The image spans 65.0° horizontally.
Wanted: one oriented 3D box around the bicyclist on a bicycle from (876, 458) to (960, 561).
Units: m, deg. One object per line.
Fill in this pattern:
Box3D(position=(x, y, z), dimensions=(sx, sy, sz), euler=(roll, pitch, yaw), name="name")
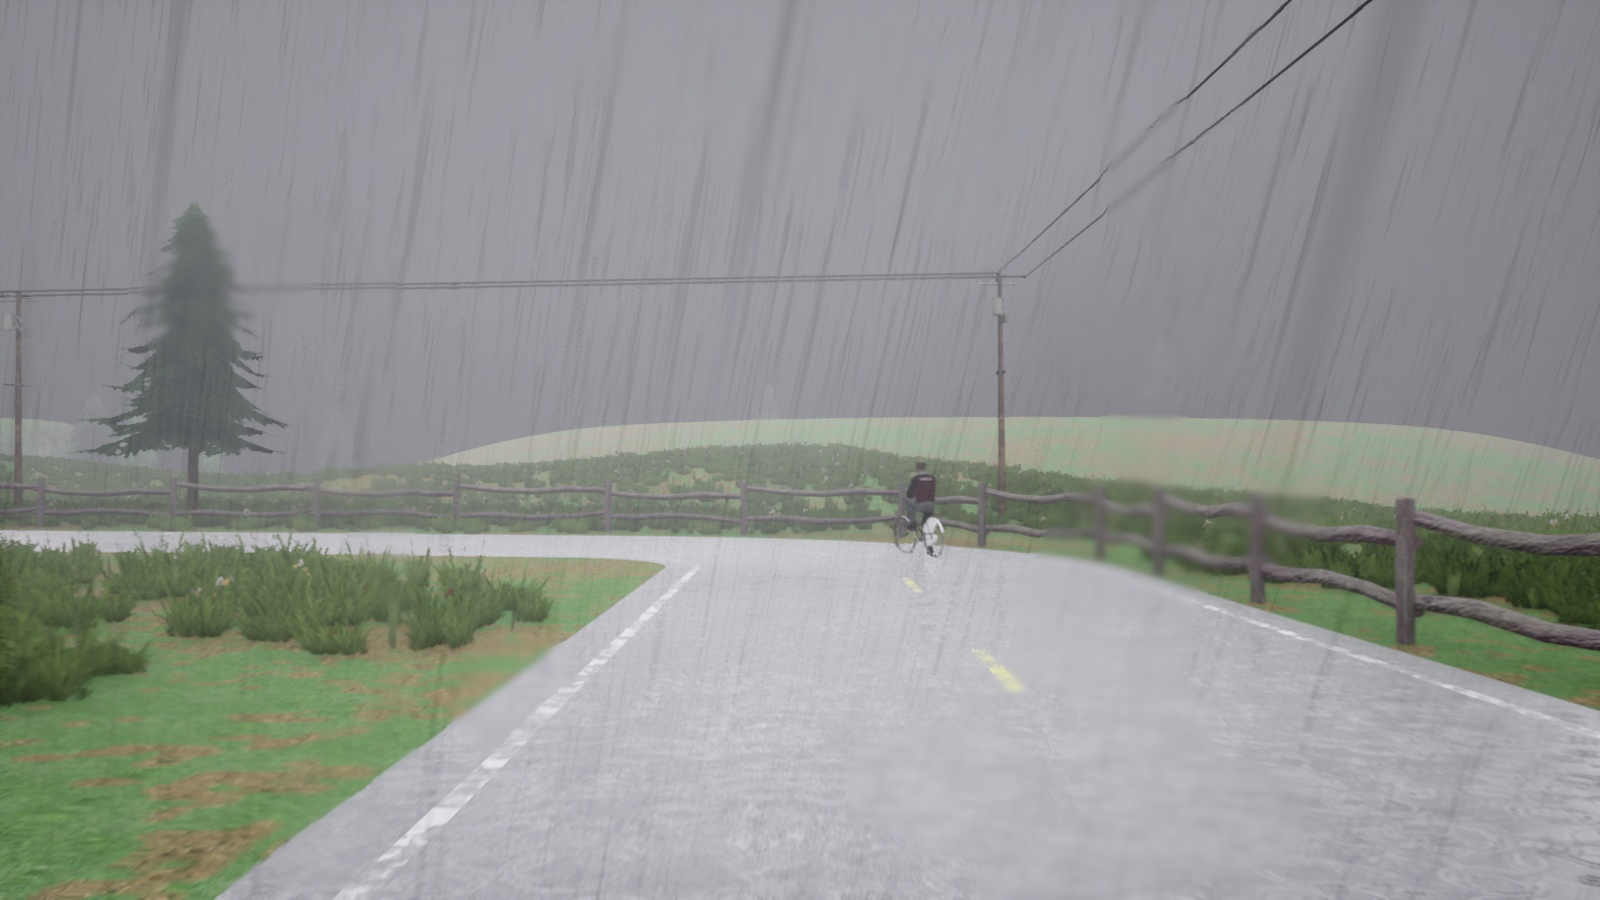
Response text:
Box3D(position=(2.150, 1.065, 23.180), dimensions=(0.659, 1.776, 1.843), euler=(-3, 0, -23), name="bicyclist on a bicycle")
